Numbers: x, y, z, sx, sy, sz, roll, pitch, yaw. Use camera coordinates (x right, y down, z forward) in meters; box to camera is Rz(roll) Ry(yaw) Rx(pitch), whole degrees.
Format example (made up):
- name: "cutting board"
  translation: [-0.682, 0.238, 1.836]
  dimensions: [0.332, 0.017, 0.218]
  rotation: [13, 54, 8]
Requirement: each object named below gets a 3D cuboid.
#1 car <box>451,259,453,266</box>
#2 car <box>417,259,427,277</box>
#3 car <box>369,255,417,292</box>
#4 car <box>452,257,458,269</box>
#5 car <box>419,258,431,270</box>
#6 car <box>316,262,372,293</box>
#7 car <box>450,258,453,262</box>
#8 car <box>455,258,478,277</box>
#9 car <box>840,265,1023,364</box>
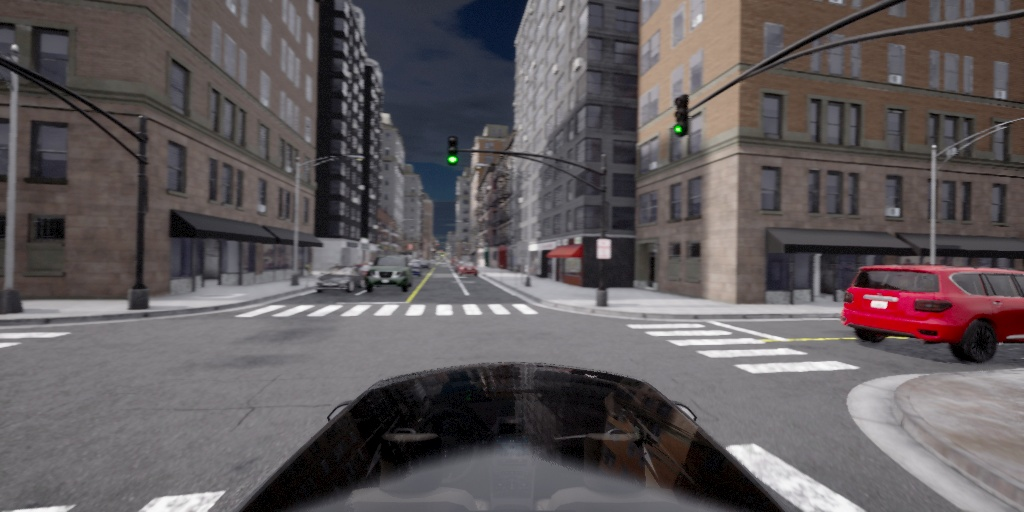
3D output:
- name: "car"
  translation: [-7.684, 1.411, 53.537]
  dimensions: [1.888, 1.381, 4.507]
  rotation: [0, 0, -11]
- name: "car"
  translation: [-9.734, 1.284, 35.109]
  dimensions: [2.033, 1.411, 5.357]
  rotation: [1, 0, -11]
- name: "car"
  translation: [-7.063, 0.938, 21.131]
  dimensions: [2.150, 2.045, 5.566]
  rotation: [1, 0, -12]
- name: "car"
  translation: [-6.660, 1.299, 48.179]
  dimensions: [1.967, 1.591, 4.097]
  rotation: [0, 0, -11]
- name: "car"
  translation: [-13.269, 1.280, 54.123]
  dimensions: [1.837, 1.490, 4.892]
  rotation: [1, -1, -11]
- name: "car"
  translation: [-9.425, 1.216, 19.894]
  dimensions: [2.007, 1.370, 4.403]
  rotation: [0, 0, -11]
- name: "car"
  translation: [-8.708, 1.423, 58.894]
  dimensions: [2.007, 1.370, 4.403]
  rotation: [0, 0, -11]
- name: "car"
  translation: [-4.613, 1.286, 37.464]
  dimensions: [1.967, 1.591, 4.097]
  rotation: [0, 0, -11]
- name: "car"
  translation: [11.152, 1.285, 8.835]
  dimensions: [5.566, 2.045, 2.150]
  rotation: [1, 0, -11]
